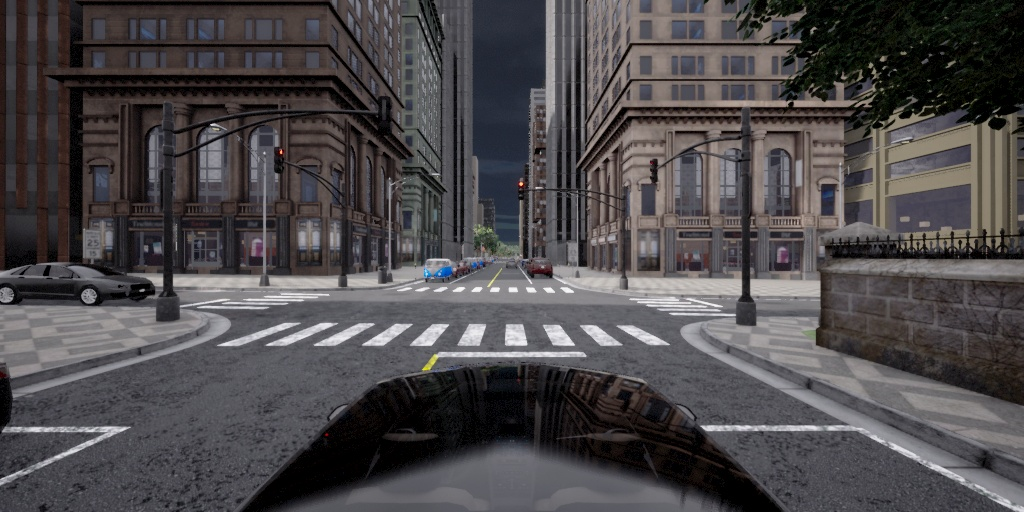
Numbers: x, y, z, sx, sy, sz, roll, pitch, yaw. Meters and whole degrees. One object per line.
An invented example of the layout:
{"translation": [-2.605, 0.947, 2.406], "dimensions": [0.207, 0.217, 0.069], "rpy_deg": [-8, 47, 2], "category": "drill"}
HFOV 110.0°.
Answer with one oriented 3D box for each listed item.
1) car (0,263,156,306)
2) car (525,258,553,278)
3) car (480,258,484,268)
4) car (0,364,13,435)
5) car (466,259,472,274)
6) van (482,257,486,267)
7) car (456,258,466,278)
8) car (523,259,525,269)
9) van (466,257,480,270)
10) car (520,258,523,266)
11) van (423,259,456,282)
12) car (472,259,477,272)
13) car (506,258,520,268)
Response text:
{"translation": [-16.518, 1.024, 13.616], "dimensions": [4.892, 1.490, 1.837], "rpy_deg": [1, 0, -1], "category": "car"}
{"translation": [2.687, 1.085, 33.818], "dimensions": [2.192, 1.841, 5.009], "rpy_deg": [0, 0, 0], "category": "car"}
{"translation": [-5.890, 1.346, 55.553], "dimensions": [1.888, 1.381, 4.507], "rpy_deg": [0, 0, 0], "category": "car"}
{"translation": [-5.762, 1.316, 1.691], "dimensions": [1.948, 1.339, 4.313], "rpy_deg": [0, 0, 0], "category": "car"}
{"translation": [-5.851, 1.322, 39.229], "dimensions": [1.888, 1.381, 4.507], "rpy_deg": [0, 0, 0], "category": "car"}
{"translation": [-5.903, 1.150, 60.995], "dimensions": [1.690, 1.789, 3.998], "rpy_deg": [0, 0, 0], "category": "van"}
{"translation": [-5.838, 1.210, 33.789], "dimensions": [1.967, 1.591, 4.097], "rpy_deg": [0, 0, 0], "category": "car"}
{"translation": [2.674, 1.092, 39.258], "dimensions": [2.192, 1.841, 5.009], "rpy_deg": [0, 0, 0], "category": "car"}
{"translation": [-5.877, 1.134, 50.112], "dimensions": [1.690, 1.789, 3.998], "rpy_deg": [0, 0, 0], "category": "van"}
{"translation": [2.635, 1.352, 55.580], "dimensions": [2.007, 1.370, 4.403], "rpy_deg": [0, 0, 0], "category": "car"}
{"translation": [-5.825, 1.105, 28.348], "dimensions": [1.690, 1.789, 3.998], "rpy_deg": [0, 0, 0], "category": "van"}
{"translation": [-5.864, 1.351, 44.670], "dimensions": [1.948, 1.339, 4.313], "rpy_deg": [0, 0, 0], "category": "car"}
{"translation": [-0.040, 1.301, 60.413], "dimensions": [2.128, 1.511, 4.902], "rpy_deg": [0, 0, 0], "category": "car"}
